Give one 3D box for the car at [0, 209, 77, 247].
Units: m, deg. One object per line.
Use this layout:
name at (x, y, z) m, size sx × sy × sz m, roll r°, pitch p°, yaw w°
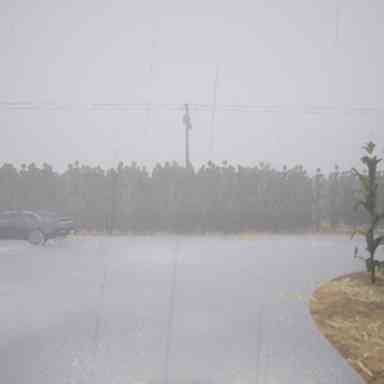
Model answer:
car at (-7.593, 1.500, 14.648) m, size 4.902 × 1.511 × 2.128 m, roll 0°, pitch 0°, yaw 7°
